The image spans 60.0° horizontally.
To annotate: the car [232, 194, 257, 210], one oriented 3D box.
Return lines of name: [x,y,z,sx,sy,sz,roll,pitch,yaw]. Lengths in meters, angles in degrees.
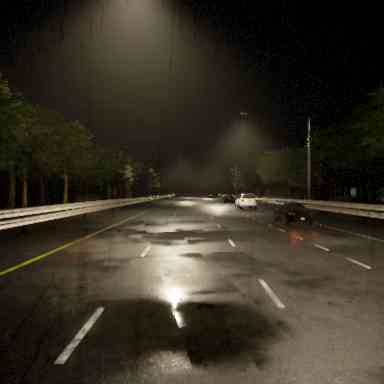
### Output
car: [7.013,1.253,43.326,2.150,2.045,5.566,0,0,0]

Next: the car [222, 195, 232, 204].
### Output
car: [7.041,1.389,64.718,2.097,1.767,4.553,0,0,0]

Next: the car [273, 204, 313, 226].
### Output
car: [7.005,1.538,23.317,1.812,1.442,4.674,0,0,0]
